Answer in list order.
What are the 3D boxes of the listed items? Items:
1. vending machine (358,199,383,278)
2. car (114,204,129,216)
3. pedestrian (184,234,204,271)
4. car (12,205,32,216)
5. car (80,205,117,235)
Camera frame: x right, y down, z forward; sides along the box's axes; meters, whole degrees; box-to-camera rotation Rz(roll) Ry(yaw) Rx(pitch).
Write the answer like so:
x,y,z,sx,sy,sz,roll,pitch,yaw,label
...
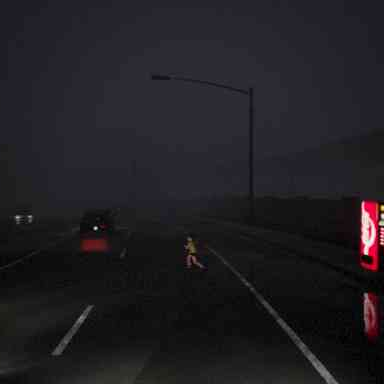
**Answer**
x,y,z,sx,sy,sz,roll,pitch,yaw,label
5.438,1.247,9.325,1.100,2.100,0.880,1,0,-5,vending machine
-9.384,2.250,42.755,2.128,1.511,4.902,0,-1,-25,car
0.036,1.737,9.788,0.500,1.100,0.500,-1,0,-6,pedestrian
-23.585,2.499,46.185,1.812,1.442,4.674,0,-2,-36,car
-5.820,1.789,20.723,1.837,1.490,4.892,0,-1,-12,car
